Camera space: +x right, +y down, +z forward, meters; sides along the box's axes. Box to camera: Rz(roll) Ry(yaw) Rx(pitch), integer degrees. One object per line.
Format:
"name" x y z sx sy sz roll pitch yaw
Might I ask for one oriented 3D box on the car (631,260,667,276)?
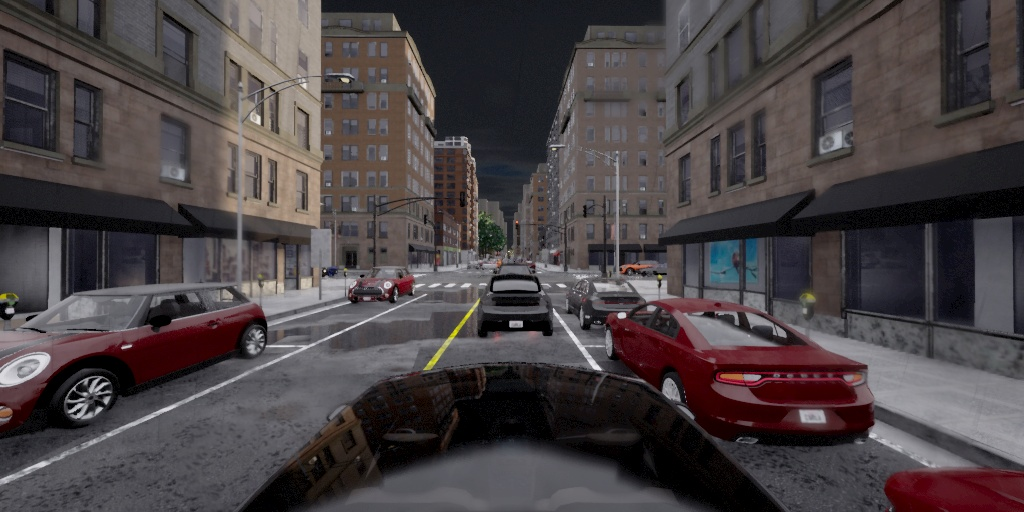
"car" 15.203 1.395 36.019 5.357 1.411 2.033 0 0 0

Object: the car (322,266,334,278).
"car" -18.009 0.868 29.187 5.566 2.045 2.150 0 0 0

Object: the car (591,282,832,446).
"car" 2.676 1.296 5.417 1.888 1.381 4.507 0 0 0

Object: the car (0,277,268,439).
"car" -5.850 1.190 5.426 1.967 1.591 4.097 0 0 0

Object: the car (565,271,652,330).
"car" 2.687 1.303 10.908 2.007 1.370 4.403 0 0 0

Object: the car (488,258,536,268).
"car" 0.127 1.108 17.748 2.097 1.767 4.553 0 0 0

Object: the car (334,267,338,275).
"car" -18.398 1.150 32.441 5.008 1.535 1.882 0 0 0

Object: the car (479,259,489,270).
"car" -3.122 1.389 50.512 1.895 1.301 4.718 0 0 1

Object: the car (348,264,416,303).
"car" -5.829 1.195 16.413 1.967 1.591 4.097 0 0 0

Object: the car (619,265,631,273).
"car" 14.039 1.221 39.280 4.553 1.767 2.097 0 0 0

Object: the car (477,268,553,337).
"car" 0.060 1.258 10.334 1.837 1.490 4.892 0 0 -1

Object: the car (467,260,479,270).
"car" -5.888 1.345 54.774 2.007 1.370 4.403 0 0 0

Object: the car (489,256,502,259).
"car" -3.148 1.159 60.759 2.097 1.767 4.553 0 0 0
